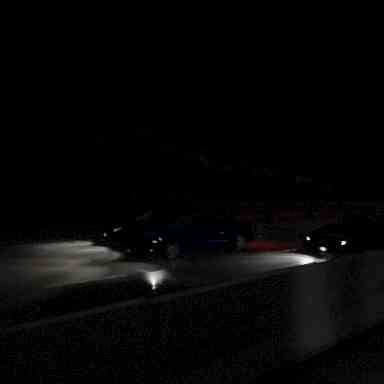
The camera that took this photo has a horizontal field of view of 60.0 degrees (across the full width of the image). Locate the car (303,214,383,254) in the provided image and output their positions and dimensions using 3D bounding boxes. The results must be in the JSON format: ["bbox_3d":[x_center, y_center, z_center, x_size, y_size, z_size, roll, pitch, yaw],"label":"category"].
[{"bbox_3d":[6.706,1.594,13.082,5.357,1.411,2.033,0,0,-36],"label":"car"}]

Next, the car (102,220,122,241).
[{"bbox_3d":[-1.826,1.553,15.591,4.674,1.442,1.812,0,0,-36],"label":"car"}]

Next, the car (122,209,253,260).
[{"bbox_3d":[0.139,1.504,12.694,5.008,1.535,1.882,0,0,-36],"label":"car"}]
